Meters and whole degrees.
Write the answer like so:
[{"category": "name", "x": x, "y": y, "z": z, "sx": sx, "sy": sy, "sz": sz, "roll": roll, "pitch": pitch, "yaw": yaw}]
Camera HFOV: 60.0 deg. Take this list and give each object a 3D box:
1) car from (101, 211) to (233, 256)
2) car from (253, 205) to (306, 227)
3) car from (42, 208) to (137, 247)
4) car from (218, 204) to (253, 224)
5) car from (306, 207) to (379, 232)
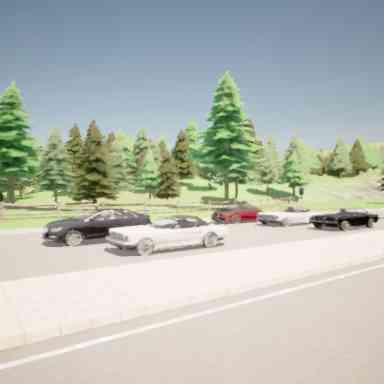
[{"category": "car", "x": -0.886, "y": 1.601, "z": 13.178, "sx": 4.718, "sy": 1.301, "sz": 1.895, "roll": 0, "pitch": 0, "yaw": -35}, {"category": "car", "x": 6.699, "y": 1.601, "z": 22.788, "sx": 4.718, "sy": 1.301, "sz": 1.895, "roll": 0, "pitch": 0, "yaw": -35}, {"category": "car", "x": -4.130, "y": 1.492, "z": 15.155, "sx": 4.902, "sy": 1.511, "sz": 2.128, "roll": 0, "pitch": 0, "yaw": -35}, {"category": "car", "x": 3.488, "y": 1.567, "z": 24.788, "sx": 4.181, "sy": 1.385, "sz": 1.994, "roll": 0, "pitch": 0, "yaw": -35}, {"category": "car", "x": 9.410, "y": 1.601, "z": 20.425, "sx": 4.718, "sy": 1.301, "sz": 1.895, "roll": 0, "pitch": 0, "yaw": -35}]
